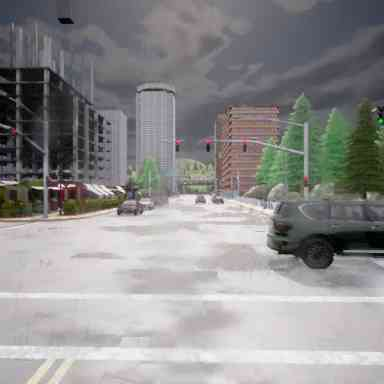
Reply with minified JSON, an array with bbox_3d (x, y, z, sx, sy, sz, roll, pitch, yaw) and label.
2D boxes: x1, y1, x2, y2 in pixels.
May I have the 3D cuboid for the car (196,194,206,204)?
[{"bbox_3d":[1.734,1.601,65.482,1.895,1.301,4.718,0,0,1],"label":"car"}]

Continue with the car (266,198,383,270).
[{"bbox_3d":[5.169,1.220,10.456,5.566,2.045,2.150,0,0,3],"label":"car"}]

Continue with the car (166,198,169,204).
[{"bbox_3d":[-5.429,1.564,61.690,1.994,1.385,4.181,0,0,2],"label":"car"}]

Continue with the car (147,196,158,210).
[{"bbox_3d":[-5.927,1.526,42.762,1.812,1.442,4.674,0,0,1],"label":"car"}]

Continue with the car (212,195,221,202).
[{"bbox_3d":[5.460,1.421,74.610,1.895,1.301,4.718,0,0,1],"label":"car"}]

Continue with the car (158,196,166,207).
[{"bbox_3d":[-5.698,1.352,51.767,2.097,1.767,4.553,0,0,1],"label":"car"}]

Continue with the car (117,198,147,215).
[{"bbox_3d":[-6.170,1.526,33.672,1.812,1.442,4.674,0,0,2],"label":"car"}]

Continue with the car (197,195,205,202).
[{"bbox_3d":[1.960,1.326,74.667,1.837,1.490,4.892,0,0,1],"label":"car"}]

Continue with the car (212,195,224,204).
[{"bbox_3d":[5.241,1.525,65.714,1.812,1.442,4.674,0,0,1],"label":"car"}]
